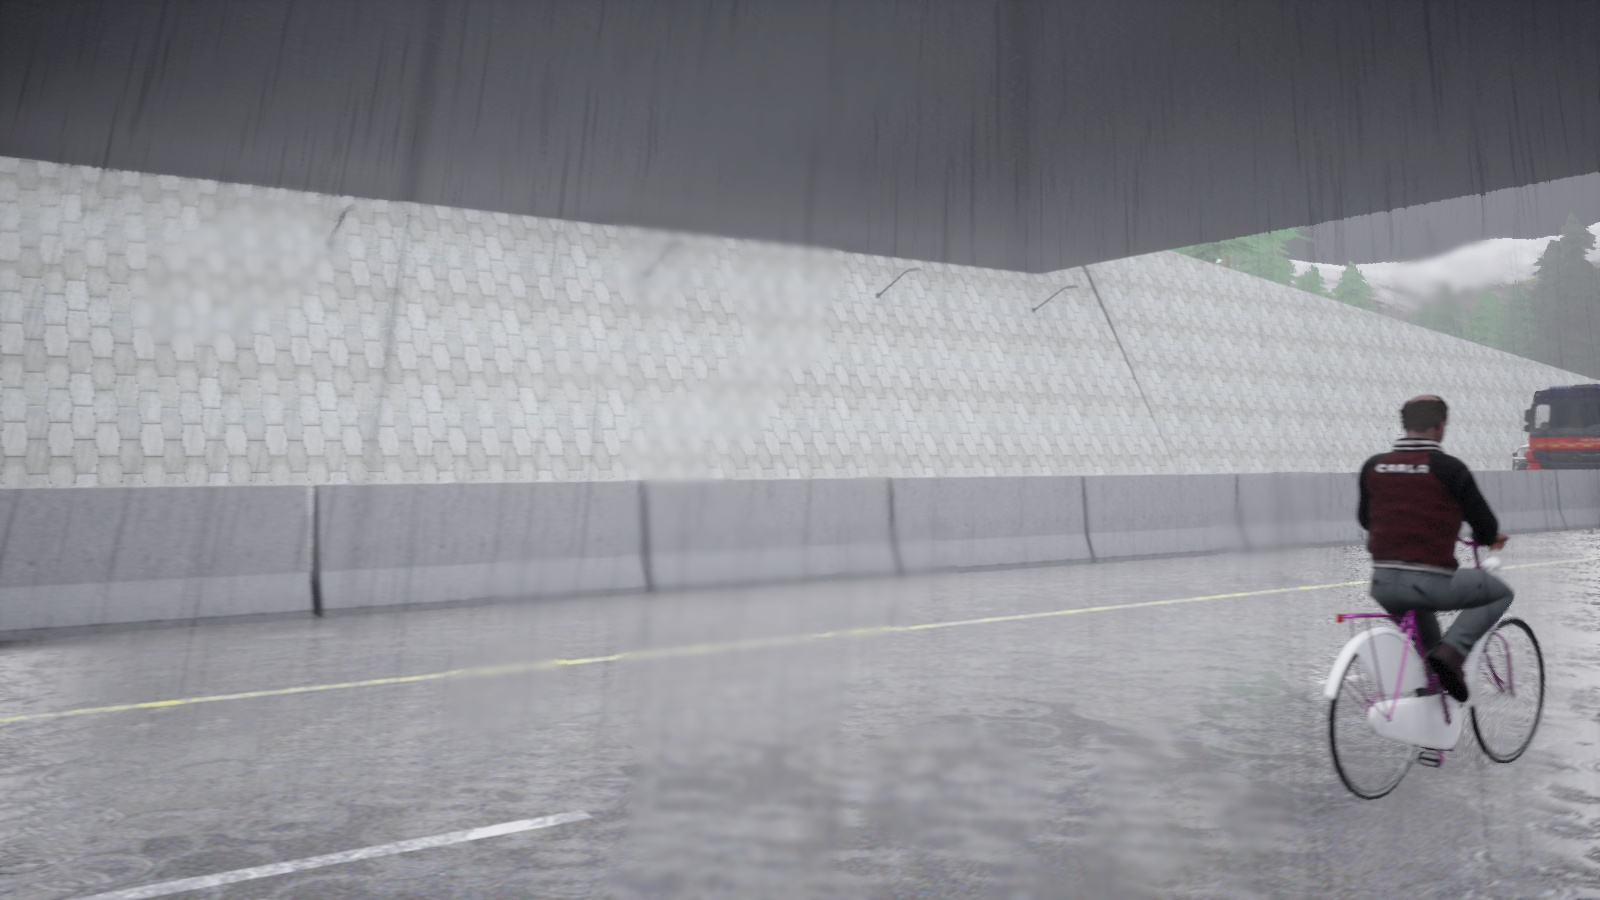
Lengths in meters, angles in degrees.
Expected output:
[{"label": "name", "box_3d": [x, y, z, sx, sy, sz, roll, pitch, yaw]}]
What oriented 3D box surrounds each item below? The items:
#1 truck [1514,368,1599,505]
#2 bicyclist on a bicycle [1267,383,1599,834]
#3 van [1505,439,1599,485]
[{"label": "truck", "box_3d": [25.458, -0.379, 38.407, 8.468, 3.827, 2.891, 0, 0, -35]}, {"label": "bicyclist on a bicycle", "box_3d": [2.990, 0.623, 5.741, 1.843, 1.776, 0.659, 0, 0, -35]}, {"label": "van", "box_3d": [34.393, 0.536, 57.390, 4.480, 2.038, 2.069, 0, 0, -35]}]
